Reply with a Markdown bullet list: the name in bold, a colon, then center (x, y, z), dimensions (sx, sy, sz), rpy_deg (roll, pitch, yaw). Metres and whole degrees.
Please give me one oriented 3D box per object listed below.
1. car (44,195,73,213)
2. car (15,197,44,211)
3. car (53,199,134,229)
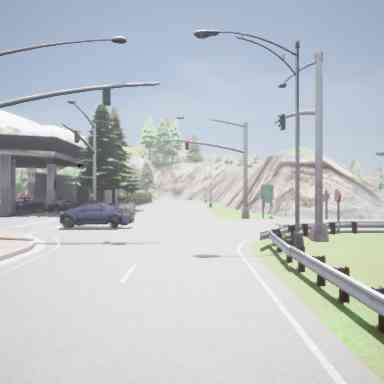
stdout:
- **car**: center (-14.528, 1.310, 37.237), dimensions (1.905, 1.878, 3.866), rpy_deg (0, 0, -1)
- **car**: center (-20.235, 1.477, 41.514), dimensions (2.242, 1.667, 4.611), rpy_deg (0, 0, -1)
- **car**: center (-5.503, 1.305, 19.457), dimensions (4.181, 1.385, 1.994), rpy_deg (0, 0, 0)
